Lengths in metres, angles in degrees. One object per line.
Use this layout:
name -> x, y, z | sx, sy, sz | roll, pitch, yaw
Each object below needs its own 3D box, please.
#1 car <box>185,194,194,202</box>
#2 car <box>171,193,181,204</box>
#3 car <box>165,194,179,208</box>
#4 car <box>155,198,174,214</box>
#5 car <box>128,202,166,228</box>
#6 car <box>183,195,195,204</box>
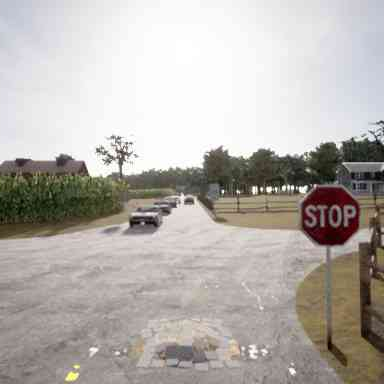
car -> -0.594, 1.268, 71.239 | 1.882, 1.535, 5.008 | 0, 0, 0
car -> -3.302, 1.188, 63.879 | 2.150, 2.045, 5.566 | 0, 0, 0
car -> -3.253, 1.448, 48.538 | 1.882, 1.535, 5.008 | 0, 0, 0
car -> -3.163, 1.582, 34.392 | 1.895, 1.301, 4.718 | 0, 0, 0
car -> -3.080, 1.611, 22.810 | 1.895, 1.301, 4.718 | 0, 1, 0
car -> -0.516, 1.468, 60.809 | 1.837, 1.490, 4.892 | 0, 0, 0
